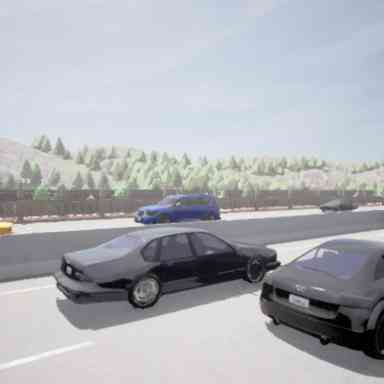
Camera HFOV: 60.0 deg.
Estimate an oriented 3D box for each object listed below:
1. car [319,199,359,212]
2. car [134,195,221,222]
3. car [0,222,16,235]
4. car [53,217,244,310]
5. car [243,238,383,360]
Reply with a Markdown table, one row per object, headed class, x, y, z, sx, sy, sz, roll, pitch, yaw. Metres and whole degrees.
| class | x | y | z | sx | sy | sz | roll | pitch | yaw |
| --- | --- | --- | --- | --- | --- | --- | --- | --- | --- |
| car | 16.484 | 1.523 | 37.136 | 5.357 | 1.411 | 2.033 | 0 | 0 | -35 |
| car | -0.756 | 1.200 | 20.634 | 5.566 | 2.045 | 2.150 | 0 | 0 | -35 |
| car | -8.544 | 1.476 | 10.797 | 5.008 | 1.535 | 1.882 | 0 | 0 | -35 |
| car | -0.308 | 1.538 | 7.822 | 5.357 | 1.411 | 2.033 | 0 | 0 | -35 |
| car | 3.188 | 1.553 | 6.005 | 4.181 | 1.385 | 1.994 | 0 | 0 | -36 |
